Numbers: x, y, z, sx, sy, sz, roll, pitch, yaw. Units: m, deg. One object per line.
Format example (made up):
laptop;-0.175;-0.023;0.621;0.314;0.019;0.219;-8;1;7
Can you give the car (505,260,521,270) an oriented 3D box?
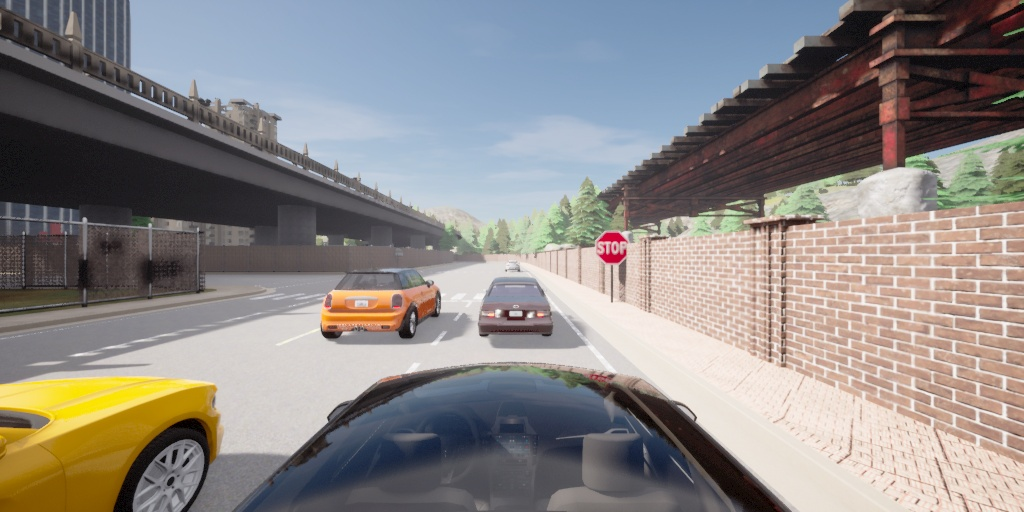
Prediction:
car;0.082;1.273;46.167;1.812;1.442;4.674;0;0;-1

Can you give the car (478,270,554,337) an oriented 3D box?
car;0.082;1.297;10.284;2.033;1.411;5.357;0;0;0

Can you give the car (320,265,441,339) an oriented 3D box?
car;-3.419;1.102;10.262;2.097;1.767;4.553;0;0;0

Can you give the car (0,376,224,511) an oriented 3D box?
car;-3.396;1.228;1.005;1.882;1.535;5.008;0;0;0
